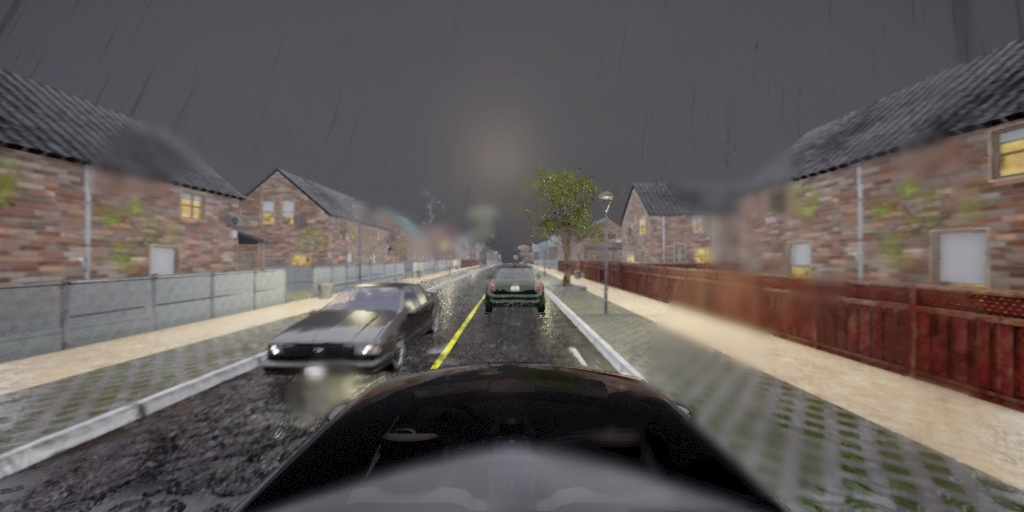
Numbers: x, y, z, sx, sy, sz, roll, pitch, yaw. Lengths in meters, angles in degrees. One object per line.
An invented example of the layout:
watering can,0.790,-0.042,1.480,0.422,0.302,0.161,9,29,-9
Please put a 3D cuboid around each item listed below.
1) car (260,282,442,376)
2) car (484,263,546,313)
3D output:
car,-2.852,1.296,7.867,2.033,1.411,5.357,0,0,0
car,0.100,1.104,14.083,2.097,1.767,4.553,0,0,0
